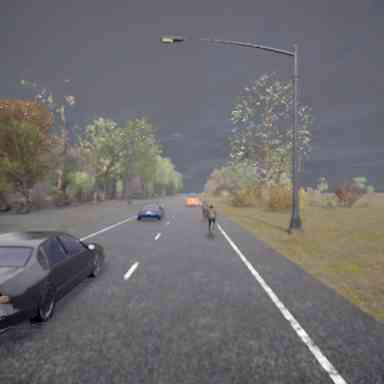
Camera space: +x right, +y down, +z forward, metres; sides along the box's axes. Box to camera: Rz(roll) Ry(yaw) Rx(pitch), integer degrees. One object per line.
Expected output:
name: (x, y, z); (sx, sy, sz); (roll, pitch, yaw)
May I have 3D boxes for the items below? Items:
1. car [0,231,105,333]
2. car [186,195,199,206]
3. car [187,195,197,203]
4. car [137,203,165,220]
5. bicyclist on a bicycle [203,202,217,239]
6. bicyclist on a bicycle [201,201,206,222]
car: (-3.399, 1.557, 7.117); (2.033, 1.411, 5.357); (0, 0, 0)
car: (0.117, 1.428, 55.105); (2.097, 1.767, 4.553); (0, 0, 0)
car: (0.026, 1.458, 73.771); (2.097, 1.767, 4.553); (0, 0, 0)
car: (-3.393, 1.602, 28.203); (1.994, 1.385, 4.181); (0, 0, 0)
bicyclist on a bicycle: (0.971, 1.475, 16.392); (0.582, 1.620, 1.656); (0, 0, 0)
bicyclist on a bicycle: (0.974, 1.487, 25.393); (0.582, 1.620, 1.656); (0, 0, 0)
